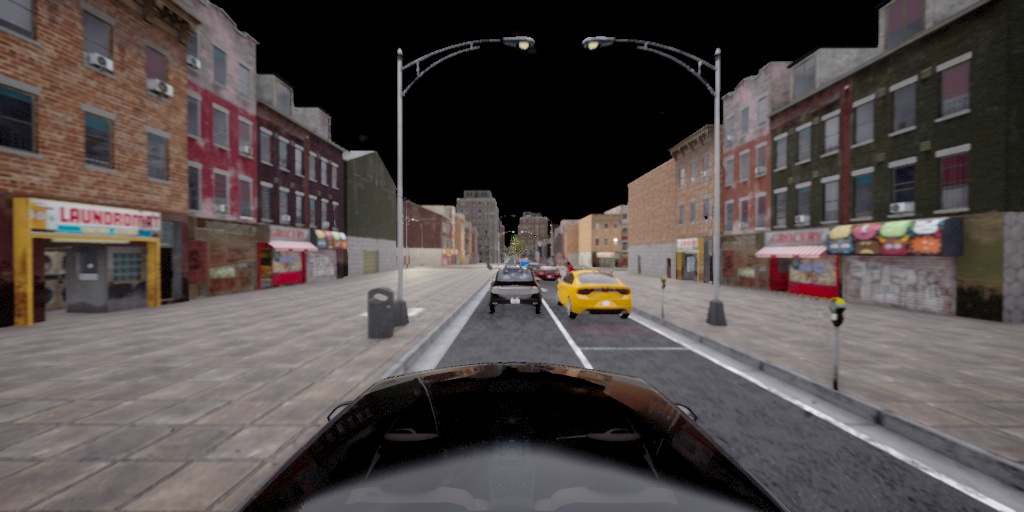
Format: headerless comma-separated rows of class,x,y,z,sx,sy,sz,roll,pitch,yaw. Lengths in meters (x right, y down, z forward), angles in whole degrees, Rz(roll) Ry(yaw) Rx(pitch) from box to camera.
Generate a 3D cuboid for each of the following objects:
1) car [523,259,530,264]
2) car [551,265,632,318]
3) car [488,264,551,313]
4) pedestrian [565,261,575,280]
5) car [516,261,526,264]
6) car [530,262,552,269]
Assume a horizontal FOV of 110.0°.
car,2.643,1.394,44.306,2.007,1.370,4.403,0,0,0
car,2.752,1.232,12.961,1.882,1.535,5.008,0,0,0
car,0.103,1.246,14.015,2.128,1.511,4.902,0,0,0
pedestrian,2.598,1.051,15.956,0.375,1.860,0.375,-1,1,0
car,0.105,1.399,33.957,1.895,1.301,4.718,0,0,0
car,2.640,1.323,27.431,1.888,1.381,4.507,0,0,0
